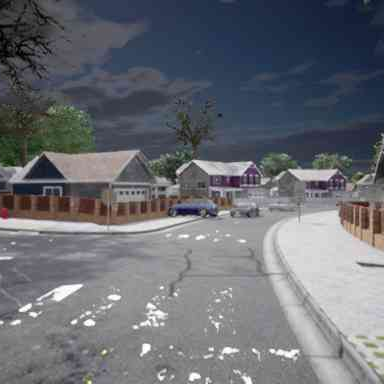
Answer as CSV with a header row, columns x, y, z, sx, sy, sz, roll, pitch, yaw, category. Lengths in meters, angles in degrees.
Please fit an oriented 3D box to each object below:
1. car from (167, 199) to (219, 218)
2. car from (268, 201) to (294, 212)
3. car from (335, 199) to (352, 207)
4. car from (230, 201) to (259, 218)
x,y,z,sx,sy,sz,roll,pitch,yaw,category
0.025,1.378,29.623,4.553,1.767,2.097,-1,-1,30,car
11.276,1.772,42.187,1.895,1.301,4.718,0,0,35,car
27.026,1.940,58.580,4.181,1.385,1.994,1,0,-38,car
5.143,1.616,31.821,1.812,1.442,4.674,0,0,27,car
